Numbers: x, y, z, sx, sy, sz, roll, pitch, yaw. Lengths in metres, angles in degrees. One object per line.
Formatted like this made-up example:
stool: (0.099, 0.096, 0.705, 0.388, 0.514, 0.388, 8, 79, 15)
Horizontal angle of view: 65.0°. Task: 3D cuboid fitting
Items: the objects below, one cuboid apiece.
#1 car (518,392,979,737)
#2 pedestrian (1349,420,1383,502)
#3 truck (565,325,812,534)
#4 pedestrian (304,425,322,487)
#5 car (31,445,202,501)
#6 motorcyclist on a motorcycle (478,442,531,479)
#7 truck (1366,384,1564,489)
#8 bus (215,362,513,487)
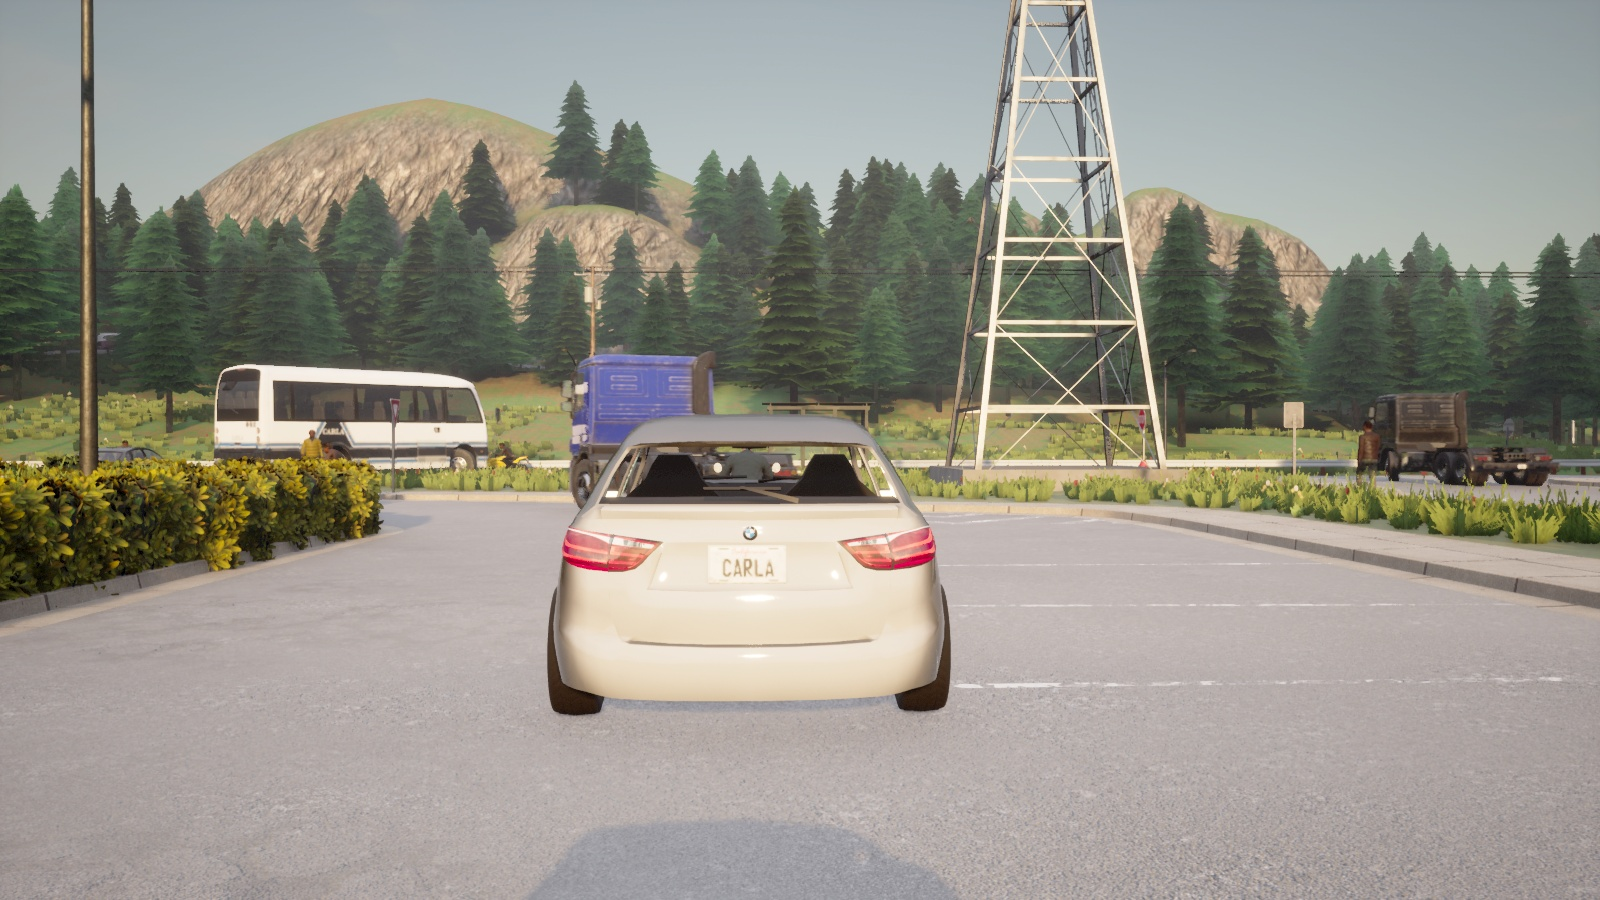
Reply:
car: (-0.339, 0.543, 8.422, 2.242, 1.667, 4.611, 0, 0, -2)
pedestrian: (12.846, 0.251, 28.510, 0.431, 1.840, 0.703, 0, 0, -2)
truck: (-2.534, -0.377, 25.027, 2.891, 3.462, 7.936, 0, 0, -21)
pedestrian: (-14.705, 0.176, 37.932, 0.370, 1.835, 0.726, 0, 0, -9)
car: (-18.686, 0.583, 34.675, 2.033, 1.411, 5.357, 0, 0, -3)
motorcyclist on a motorcycle: (-12.365, 0.422, 52.617, 2.044, 1.523, 0.797, 0, 0, -2)
truck: (23.911, -0.473, 45.743, 2.891, 3.462, 7.936, 0, 0, -1)
bus: (-16.268, -0.913, 47.868, 3.944, 4.253, 10.273, 0, 1, 37)
